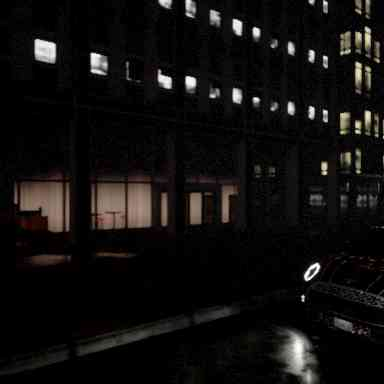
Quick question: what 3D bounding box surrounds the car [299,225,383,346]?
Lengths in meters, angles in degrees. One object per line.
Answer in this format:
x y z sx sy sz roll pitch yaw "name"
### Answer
4.099 1.427 6.304 4.553 1.767 2.097 1 0 -36 "car"
